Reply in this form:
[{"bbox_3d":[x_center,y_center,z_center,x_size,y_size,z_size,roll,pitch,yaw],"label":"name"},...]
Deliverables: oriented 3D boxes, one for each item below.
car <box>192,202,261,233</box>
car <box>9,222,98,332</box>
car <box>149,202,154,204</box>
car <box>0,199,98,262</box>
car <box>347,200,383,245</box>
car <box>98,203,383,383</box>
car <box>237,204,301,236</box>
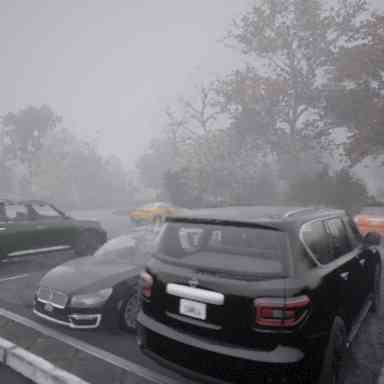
[{"bbox_3d":[2.309,1.476,20.870,2.097,1.535,5.008,0,0,36],"label":"car"},{"bbox_3d":[-0.736,1.465,6.974,2.231,1.521,4.892,0,0,35],"label":"car"},{"bbox_3d":[-2.228,1.500,24.098,2.097,1.535,5.008,0,0,36],"label":"car"},{"bbox_3d":[-5.284,1.225,10.249,2.435,2.045,5.566,0,0,36],"label":"car"},{"bbox_3d":[9.089,1.340,15.987,2.185,1.767,4.553,0,0,35],"label":"car"},{"bbox_3d":[1.561,1.214,5.363,2.435,2.045,5.566,0,0,35],"label":"car"},{"bbox_3d":[4.575,1.510,19.248,2.002,1.452,4.674,0,0,36],"label":"car"}]
